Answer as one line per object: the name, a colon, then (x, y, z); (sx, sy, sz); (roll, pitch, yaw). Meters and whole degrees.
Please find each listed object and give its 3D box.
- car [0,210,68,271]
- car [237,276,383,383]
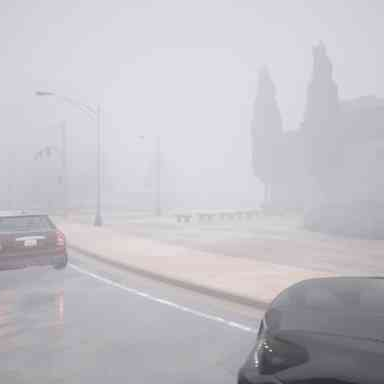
car: (-5.584, 1.352, 10.316); (2.097, 1.767, 4.553); (0, 0, -40)
car: (3.057, 1.218, 1.941); (5.566, 2.045, 2.150); (-1, 0, 33)
